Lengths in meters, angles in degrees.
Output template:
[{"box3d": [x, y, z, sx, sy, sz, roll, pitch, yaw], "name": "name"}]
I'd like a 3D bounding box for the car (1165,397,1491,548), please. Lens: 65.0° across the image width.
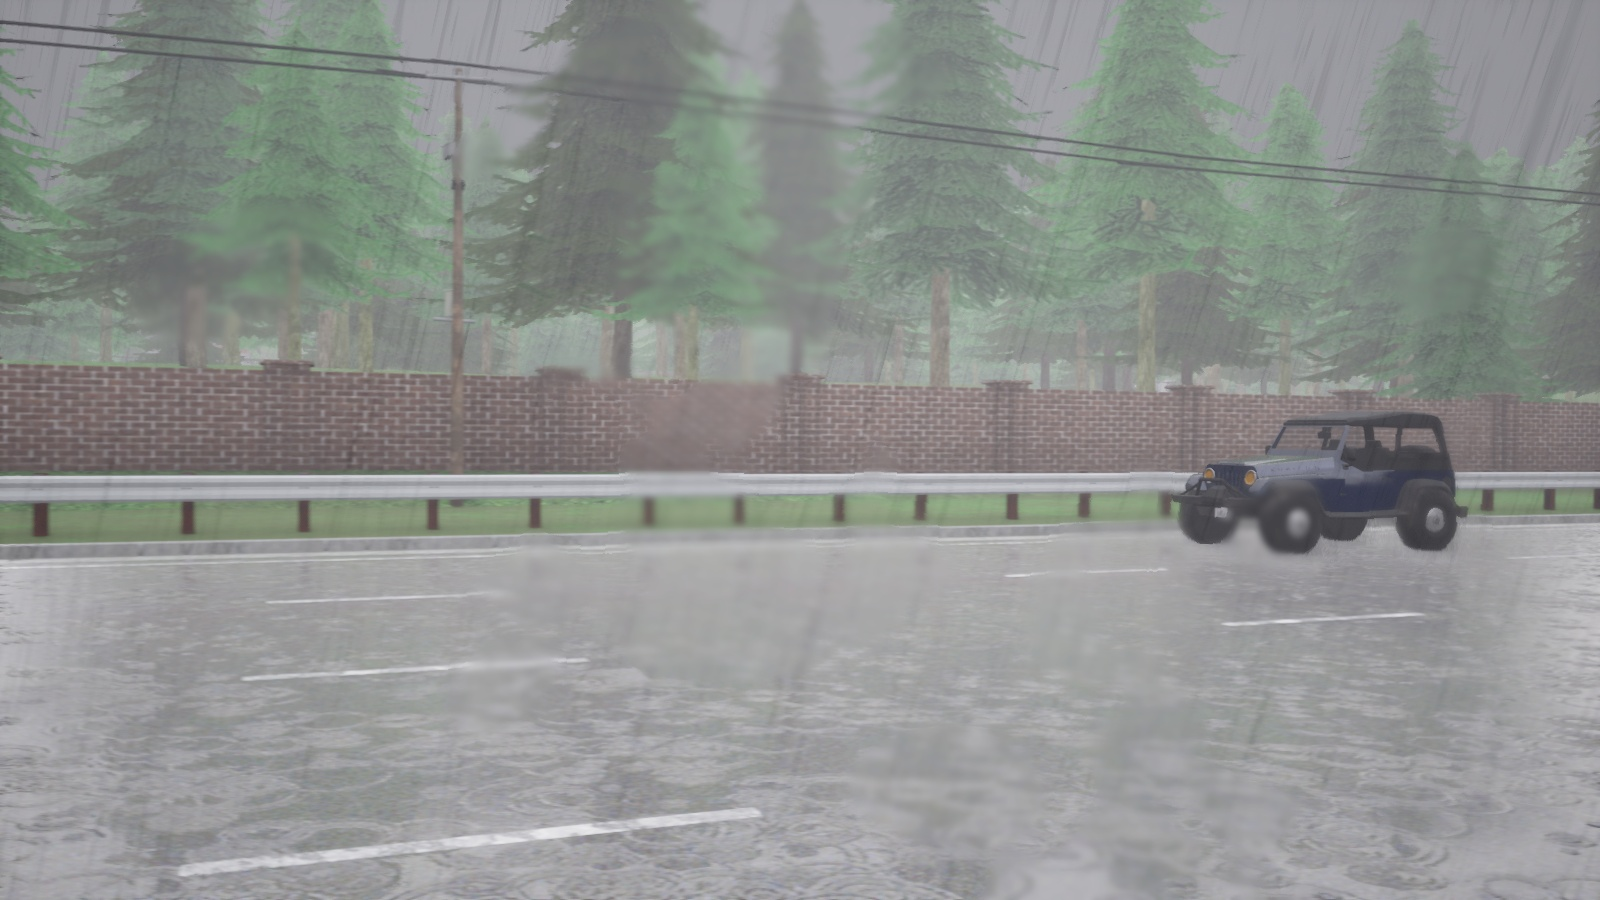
[{"box3d": [7.205, 0.236, 17.203, 3.866, 1.878, 1.905, -1, 1, -21], "name": "car"}]
